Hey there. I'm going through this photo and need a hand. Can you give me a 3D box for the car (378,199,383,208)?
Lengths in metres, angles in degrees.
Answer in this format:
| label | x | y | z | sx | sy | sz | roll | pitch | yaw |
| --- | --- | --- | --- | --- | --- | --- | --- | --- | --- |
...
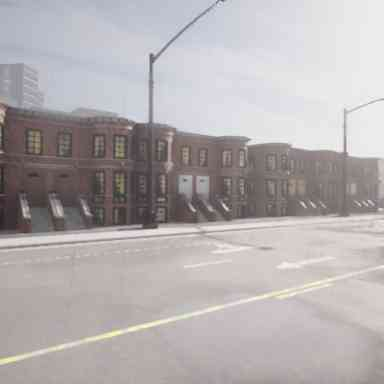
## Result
| label | x | y | z | sx | sy | sz | roll | pitch | yaw |
| --- | --- | --- | --- | --- | --- | --- | --- | --- | --- |
| car | 32.712 | 1.897 | 55.364 | 2.097 | 1.767 | 4.553 | 0 | 0 | -19 |
